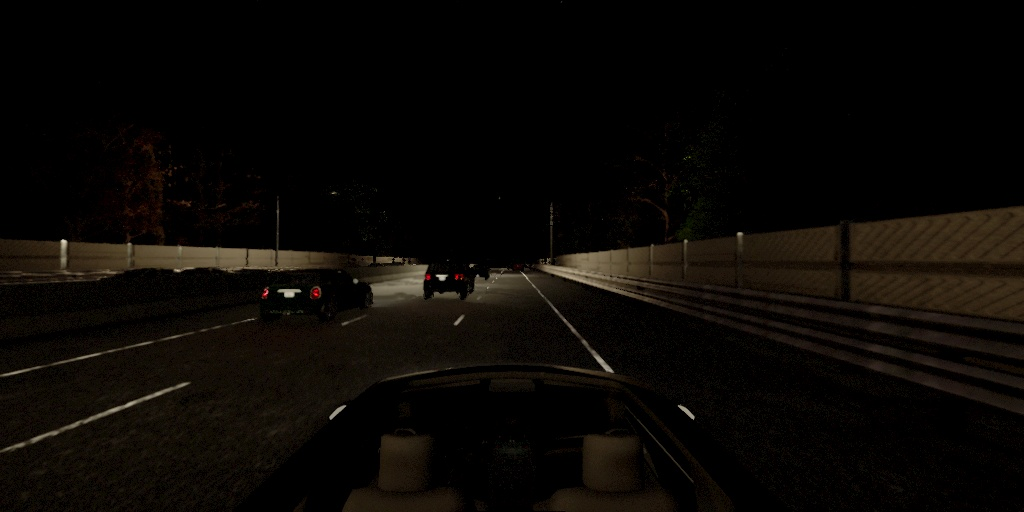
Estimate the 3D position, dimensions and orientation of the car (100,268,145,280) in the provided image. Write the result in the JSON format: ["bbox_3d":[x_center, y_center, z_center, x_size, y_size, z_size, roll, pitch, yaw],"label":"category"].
[{"bbox_3d":[-24.611,1.561,24.058,1.837,1.490,4.892,0,-1,0],"label":"car"}]

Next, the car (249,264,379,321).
[{"bbox_3d":[-6.915,1.256,13.257,2.097,1.767,4.553,0,-1,0],"label":"car"}]

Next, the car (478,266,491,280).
[{"bbox_3d":[-3.420,1.763,38.443,1.837,1.490,4.892,0,-1,0],"label":"car"}]

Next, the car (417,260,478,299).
[{"bbox_3d":[-3.409,1.222,20.178,2.150,2.045,5.566,0,-1,0],"label":"car"}]

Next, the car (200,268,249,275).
[{"bbox_3d":[-17.599,1.578,23.809,1.812,1.442,4.674,0,-1,0],"label":"car"}]

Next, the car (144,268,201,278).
[{"bbox_3d":[-21.112,1.561,24.078,1.837,1.490,4.892,0,-1,0],"label":"car"}]
